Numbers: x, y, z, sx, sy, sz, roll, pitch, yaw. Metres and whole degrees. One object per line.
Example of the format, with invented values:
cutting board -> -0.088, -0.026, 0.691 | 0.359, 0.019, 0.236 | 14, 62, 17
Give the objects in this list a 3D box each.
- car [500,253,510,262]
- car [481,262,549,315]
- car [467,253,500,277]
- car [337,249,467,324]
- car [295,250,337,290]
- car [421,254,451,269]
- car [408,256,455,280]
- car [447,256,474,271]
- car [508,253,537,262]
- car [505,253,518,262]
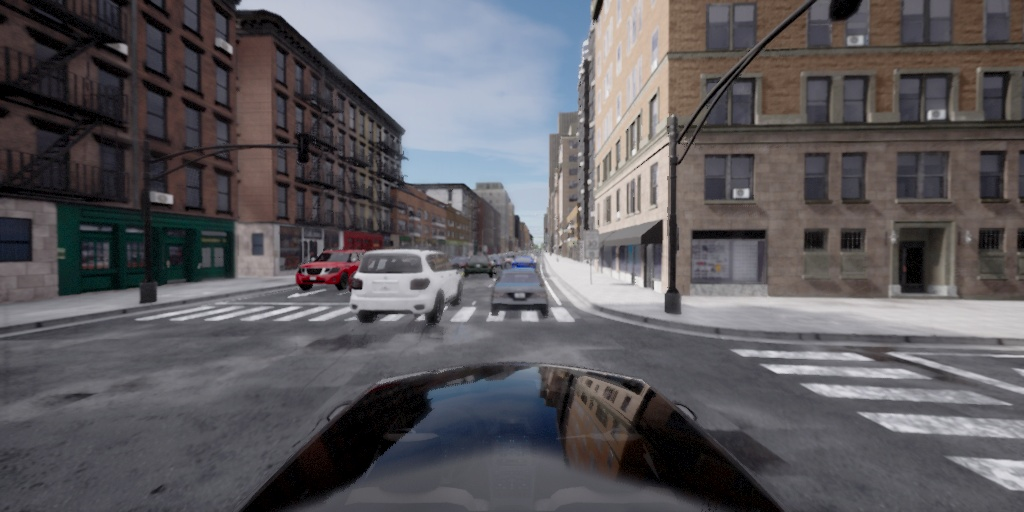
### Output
car -> -1.721, 0.650, 39.310 | 2.033, 1.411, 5.357 | 0, 1, 5
car -> 0.266, 1.118, 12.605 | 2.033, 1.411, 5.357 | 0, 1, 1
car -> -2.334, 0.658, 27.963 | 2.097, 1.767, 4.553 | 0, 1, 3
car -> -3.000, 0.812, 11.353 | 2.150, 2.045, 5.566 | 0, 1, 1
car -> -9.433, 0.666, 19.824 | 2.150, 2.045, 5.566 | 0, 1, 1
car -> -8.249, 0.575, 39.472 | 1.882, 1.535, 5.008 | 0, 1, 5
car -> -5.858, 0.816, 26.827 | 2.128, 1.511, 4.902 | 0, 1, 3
car -> -5.207, 0.711, 36.770 | 1.994, 1.385, 4.181 | 0, 1, 4
car -> 0.973, 0.759, 29.380 | 1.882, 1.535, 5.008 | 0, 1, 3
car -> -0.065, 0.241, 59.627 | 1.837, 1.490, 4.892 | 0, 1, 5
